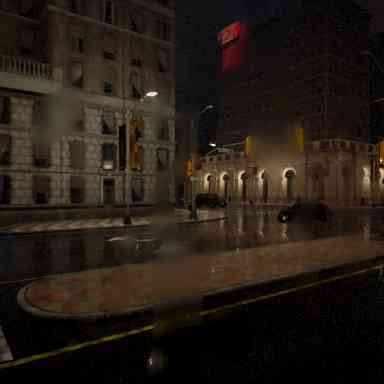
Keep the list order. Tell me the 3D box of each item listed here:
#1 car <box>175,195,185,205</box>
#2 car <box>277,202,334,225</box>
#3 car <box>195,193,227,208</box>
[{"bbox_3d":[-3.164,1.352,56.412,2.097,1.767,4.553,0,0,-35],"label":"car"},{"bbox_3d":[8.186,1.505,23.858,4.892,1.490,1.837,0,0,-35],"label":"car"},{"bbox_3d":[2.670,1.221,48.161,2.150,2.045,5.566,0,0,-35],"label":"car"}]
